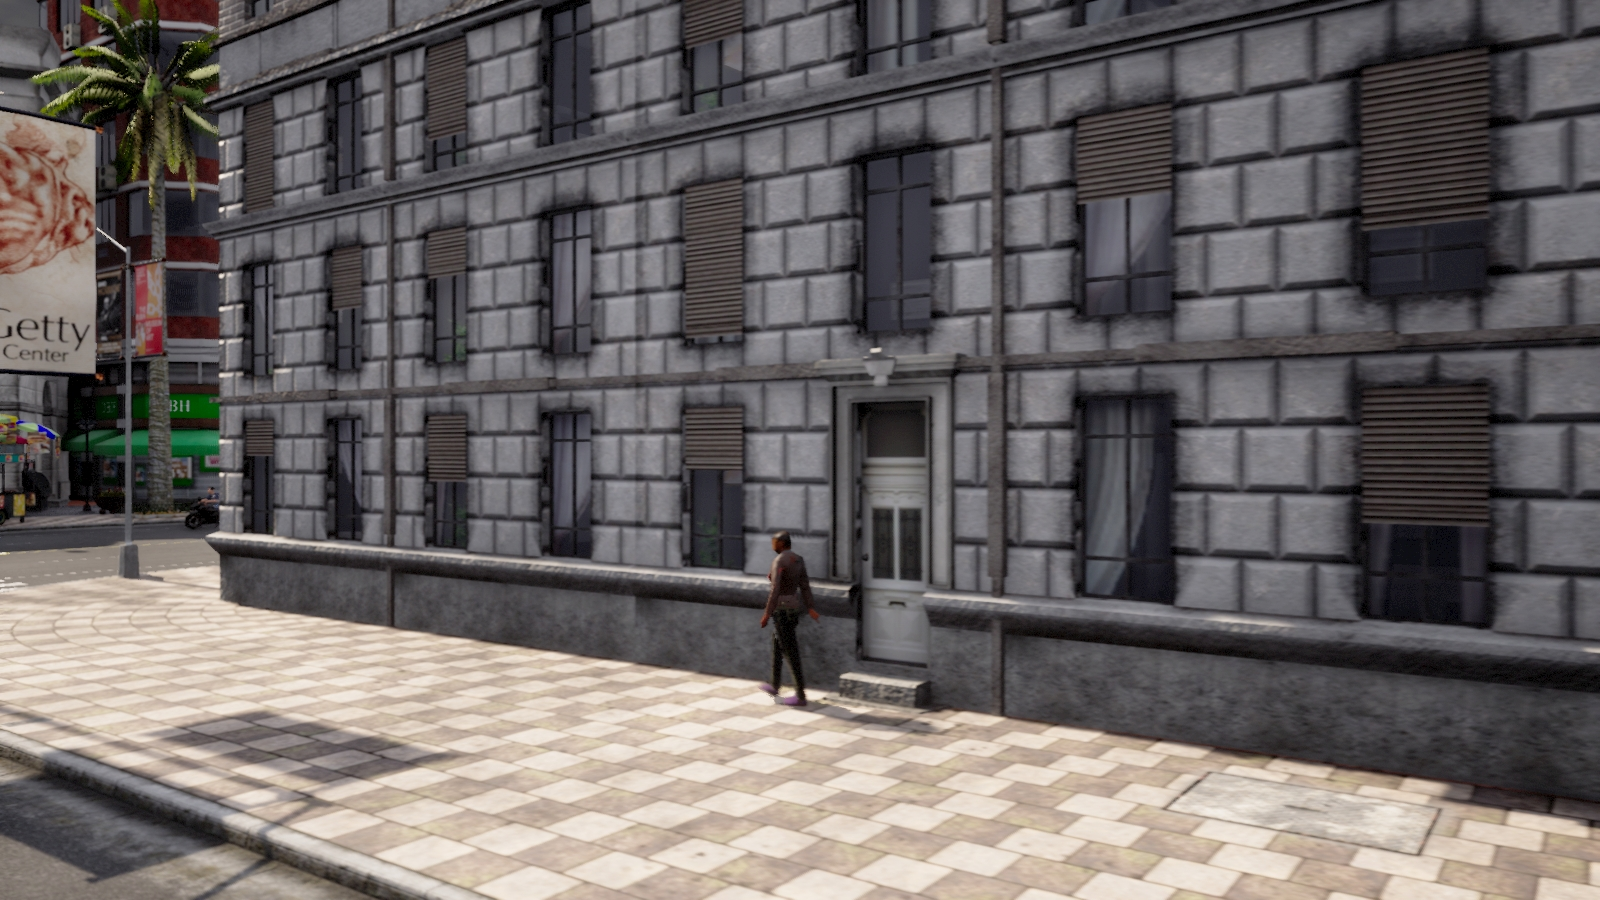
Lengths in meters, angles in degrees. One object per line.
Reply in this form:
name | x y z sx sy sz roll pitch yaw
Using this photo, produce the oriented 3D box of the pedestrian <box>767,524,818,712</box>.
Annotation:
pedestrian | -0.077 1.702 11.744 0.375 1.860 0.375 0 0 32
